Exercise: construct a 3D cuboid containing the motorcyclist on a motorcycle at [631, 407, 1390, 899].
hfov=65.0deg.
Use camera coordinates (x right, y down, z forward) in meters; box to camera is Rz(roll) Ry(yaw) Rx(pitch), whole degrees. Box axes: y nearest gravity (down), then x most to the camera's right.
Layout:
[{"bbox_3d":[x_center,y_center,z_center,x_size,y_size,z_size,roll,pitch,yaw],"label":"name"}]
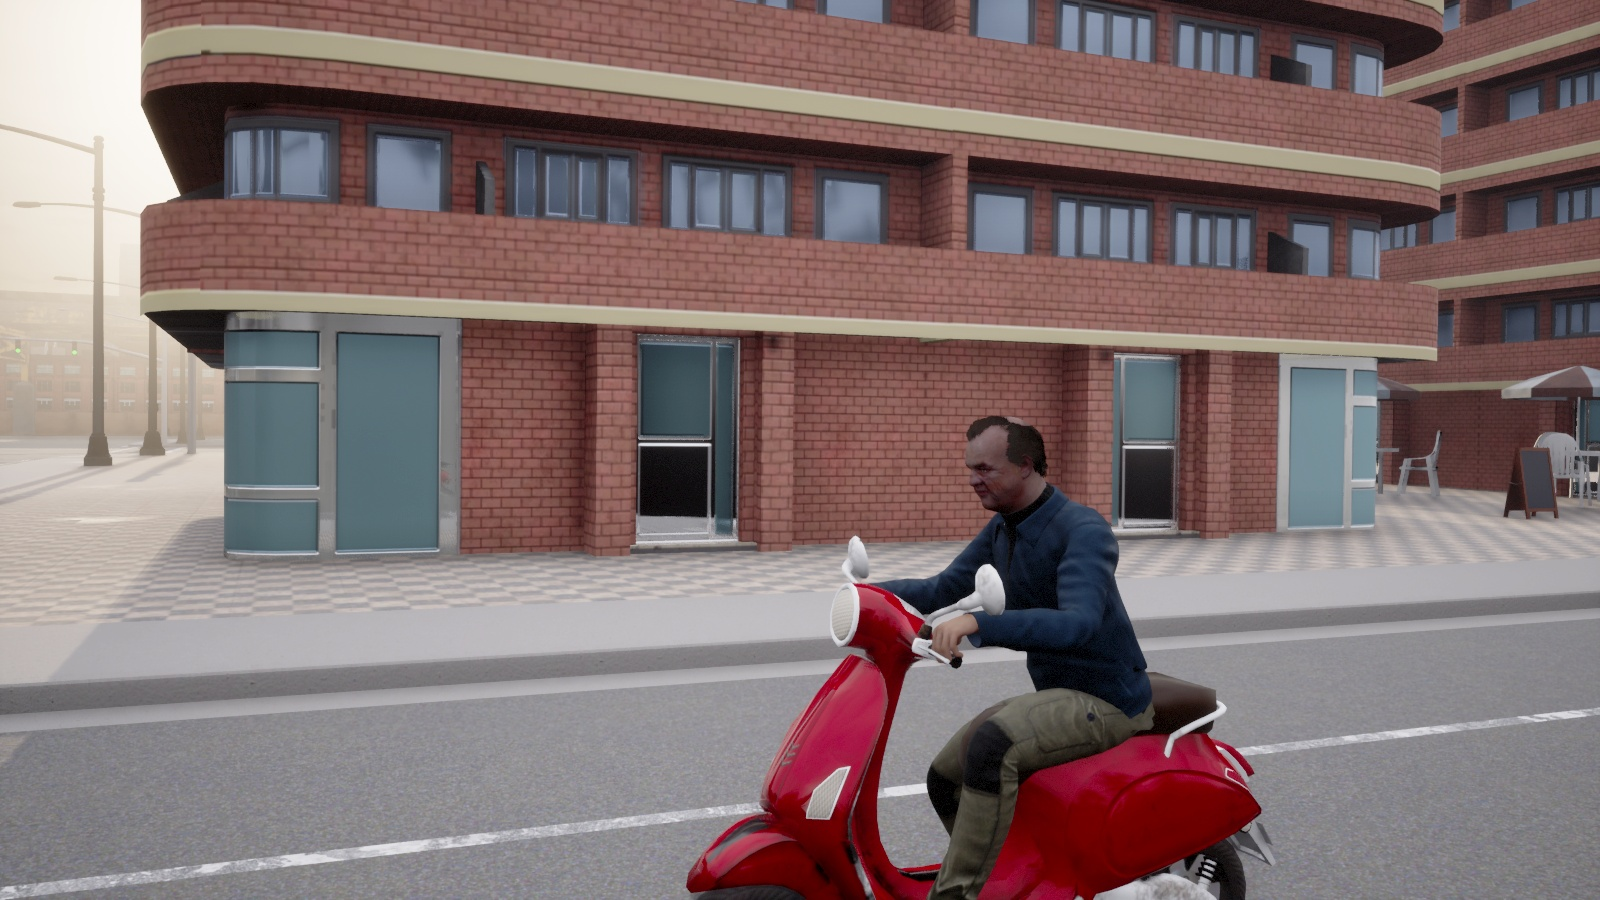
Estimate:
[{"bbox_3d":[0.546,0.691,3.382,1.817,1.590,0.866,-1,1,-21],"label":"motorcyclist on a motorcycle"}]
